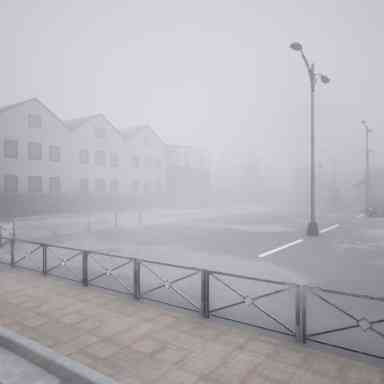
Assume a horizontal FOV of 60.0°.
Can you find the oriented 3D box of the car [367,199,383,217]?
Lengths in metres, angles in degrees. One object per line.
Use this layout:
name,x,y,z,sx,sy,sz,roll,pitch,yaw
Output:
car,15.407,1.298,26.815,2.007,1.523,4.514,0,0,35
